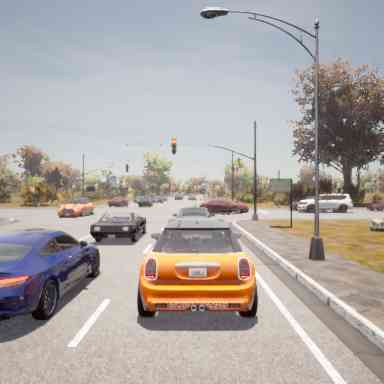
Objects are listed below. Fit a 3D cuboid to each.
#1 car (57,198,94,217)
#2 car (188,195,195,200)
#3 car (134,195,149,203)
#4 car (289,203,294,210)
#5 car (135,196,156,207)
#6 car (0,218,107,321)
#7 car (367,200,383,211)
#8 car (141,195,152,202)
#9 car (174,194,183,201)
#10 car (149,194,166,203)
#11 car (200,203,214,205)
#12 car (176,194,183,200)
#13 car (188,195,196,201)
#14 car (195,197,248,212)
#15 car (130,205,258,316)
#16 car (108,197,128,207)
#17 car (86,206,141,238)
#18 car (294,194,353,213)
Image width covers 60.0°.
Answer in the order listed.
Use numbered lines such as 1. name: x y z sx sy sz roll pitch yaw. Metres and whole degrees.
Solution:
1. car: -10.616 1.352 30.626 2.097 1.767 4.553 0 0 0
2. car: -0.007 1.595 94.785 1.895 1.301 4.718 0 0 1
3. car: -10.547 1.493 67.189 2.128 1.511 4.902 0 0 0
4. car: 14.064 1.505 39.639 4.892 1.490 1.837 0 0 3
5. car: -6.999 1.601 50.000 1.895 1.301 4.718 0 0 -2
6. car: -3.404 1.526 7.180 1.812 1.442 4.674 0 0 0
7. car: 22.954 1.556 39.160 4.181 1.385 1.994 0 0 3
8. car: -10.541 1.500 77.774 1.837 1.490 4.892 0 0 0
9. car: -3.540 1.492 84.617 1.837 1.490 4.892 0 0 0
10. car: -7.050 1.492 68.059 2.128 1.511 4.902 0 0 0
11. car: 0.091 1.505 16.605 1.837 1.490 4.892 0 0 0
12. car: -3.505 1.374 95.025 1.812 1.442 4.674 0 0 1
13. car: -0.041 1.552 84.748 1.994 1.385 4.181 0 0 0
14. car: 3.205 1.477 33.793 5.008 1.535 1.882 0 1 22
15. car: 0.096 1.352 7.647 2.097 1.767 4.553 0 0 0
16. car: -10.966 1.477 49.657 1.882 1.535 5.008 0 0 6
17. car: -3.409 1.601 16.338 1.895 1.301 4.718 0 0 0
18. car: 14.447 1.221 36.110 5.566 2.045 2.150 0 0 3
